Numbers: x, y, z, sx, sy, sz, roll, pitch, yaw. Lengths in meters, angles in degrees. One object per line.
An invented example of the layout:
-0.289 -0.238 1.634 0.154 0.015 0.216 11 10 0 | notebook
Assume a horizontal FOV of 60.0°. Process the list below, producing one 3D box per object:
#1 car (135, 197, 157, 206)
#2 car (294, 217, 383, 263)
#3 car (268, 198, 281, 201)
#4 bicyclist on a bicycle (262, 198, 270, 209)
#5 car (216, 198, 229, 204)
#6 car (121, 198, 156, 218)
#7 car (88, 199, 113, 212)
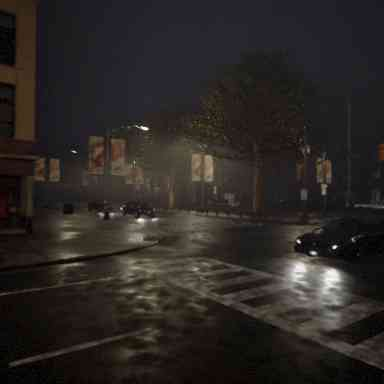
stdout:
-8.853 1.850 63.662 1.882 1.535 5.008 1 -1 -36 | car
6.262 1.703 12.749 5.357 1.411 2.033 1 0 -35 | car
16.760 1.990 68.042 2.002 1.452 4.674 1 -1 -36 | car
10.970 1.774 49.425 1.656 1.620 0.582 1 0 -36 | bicyclist on a bicycle
6.286 2.029 75.529 2.161 1.482 4.786 1 -1 -36 | car
-5.357 1.687 32.770 1.837 1.490 4.892 1 -1 -36 | car
-11.339 1.673 41.136 2.128 1.511 4.902 1 -1 -36 | car
